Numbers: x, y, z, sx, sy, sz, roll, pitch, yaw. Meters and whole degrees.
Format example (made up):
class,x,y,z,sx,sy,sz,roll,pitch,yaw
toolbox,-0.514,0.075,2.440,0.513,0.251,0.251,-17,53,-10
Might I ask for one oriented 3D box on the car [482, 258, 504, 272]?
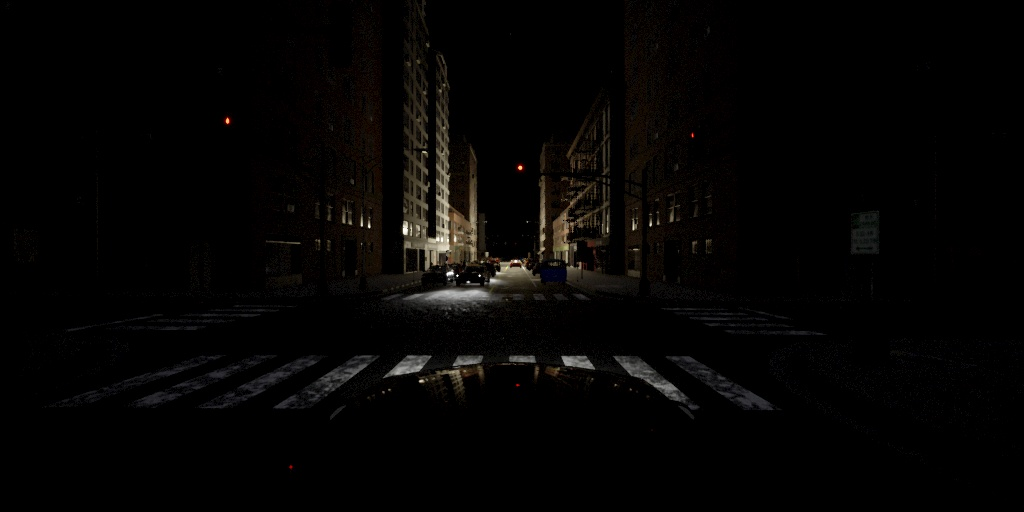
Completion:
class,x,y,z,sx,sy,sz,roll,pitch,yaw
car,-2.452,1.309,45.199,1.994,1.385,4.181,0,0,1

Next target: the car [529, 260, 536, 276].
class,x,y,z,sx,sy,sz,roll,pitch,yaw
car,2.949,1.330,36.725,1.802,1.307,4.207,0,0,1

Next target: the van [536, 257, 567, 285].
class,x,y,z,sx,sy,sz,roll,pitch,yaw
van,2.846,1.089,25.363,1.690,1.789,3.998,0,0,1

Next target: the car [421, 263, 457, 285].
class,x,y,z,sx,sy,sz,roll,pitch,yaw
car,-5.179,1.299,25.427,2.007,1.370,4.403,0,0,1

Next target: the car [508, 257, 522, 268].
class,x,y,z,sx,sy,sz,roll,pitch,yaw
car,0.618,1.336,59.045,1.895,1.301,4.718,0,0,1

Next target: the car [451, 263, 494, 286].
class,x,y,z,sx,sy,sz,roll,pitch,yaw
car,-2.652,1.349,25.134,1.895,1.301,4.718,0,0,4

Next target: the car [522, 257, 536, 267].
class,x,y,z,sx,sy,sz,roll,pitch,yaw
car,3.103,1.054,53.769,2.192,1.841,5.009,0,0,1

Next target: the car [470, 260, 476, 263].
class,x,y,z,sx,sy,sz,roll,pitch,yaw
car,-4.975,1.269,47.984,1.751,1.417,4.829,0,0,1

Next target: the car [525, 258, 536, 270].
class,x,y,z,sx,sy,sz,roll,pitch,yaw
car,3.052,1.325,48.087,1.802,1.307,4.207,0,0,1

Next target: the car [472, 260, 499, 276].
class,x,y,z,sx,sy,sz,roll,pitch,yaw
car,-2.549,1.349,35.146,1.895,1.301,4.718,0,0,1
